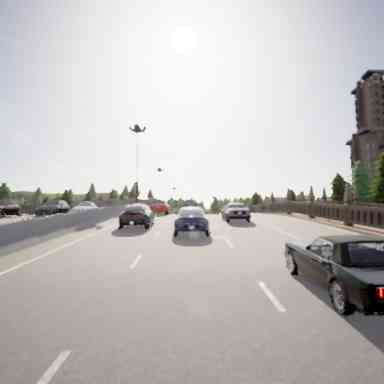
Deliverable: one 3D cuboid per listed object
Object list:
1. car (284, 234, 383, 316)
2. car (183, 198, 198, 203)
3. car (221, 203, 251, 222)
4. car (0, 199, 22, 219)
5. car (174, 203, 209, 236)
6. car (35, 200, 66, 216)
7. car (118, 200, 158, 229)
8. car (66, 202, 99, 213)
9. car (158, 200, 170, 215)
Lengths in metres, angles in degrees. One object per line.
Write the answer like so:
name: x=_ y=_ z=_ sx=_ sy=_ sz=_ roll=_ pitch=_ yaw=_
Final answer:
car: x=3.554 y=1.596 z=7.438 sx=1.895 sy=1.301 sz=4.718 roll=0 pitch=0 yaw=0
car: x=-0.172 y=1.630 z=36.757 sx=2.097 sy=1.767 sz=4.553 roll=0 pitch=-2 yaw=0
car: x=3.408 y=1.564 z=26.354 sx=2.033 sy=1.411 sz=5.357 roll=0 pitch=0 yaw=0
car: x=-17.762 y=1.493 z=30.748 sx=2.097 sy=1.767 sz=4.553 roll=0 pitch=-1 yaw=0
car: x=-0.032 y=1.541 z=18.498 sx=1.812 sy=1.442 sz=4.674 roll=0 pitch=0 yaw=0
car: x=-14.254 y=1.627 z=34.317 sx=2.097 sy=1.767 sz=4.553 roll=0 pitch=-2 yaw=0
car: x=-3.558 y=1.536 z=21.920 sx=1.837 sy=1.490 sz=4.892 roll=0 pitch=1 yaw=0
car: x=-10.754 y=1.729 z=33.799 sx=1.812 sy=1.442 sz=4.674 roll=0 pitch=-2 yaw=0
car: x=-3.680 y=1.719 z=38.406 sx=2.097 sy=1.767 sz=4.553 roll=0 pitch=-3 yaw=0
